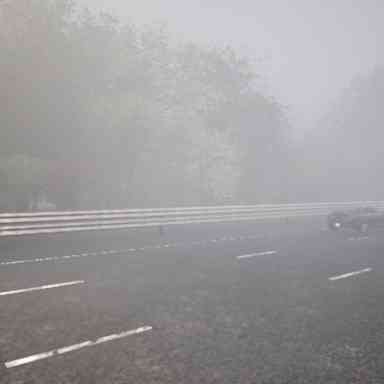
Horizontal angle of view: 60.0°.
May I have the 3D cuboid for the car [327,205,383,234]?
[{"bbox_3d":[9.815,1.520,19.322,4.892,1.490,1.837,0,0,-35],"label":"car"}]
